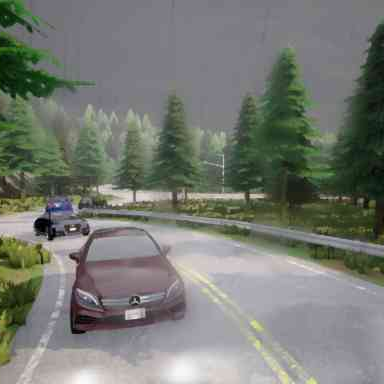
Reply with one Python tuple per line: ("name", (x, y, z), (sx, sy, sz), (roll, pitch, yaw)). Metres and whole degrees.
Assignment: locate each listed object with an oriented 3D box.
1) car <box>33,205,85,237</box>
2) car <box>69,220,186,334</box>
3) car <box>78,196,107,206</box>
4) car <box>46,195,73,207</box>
("car", (-7.037, 1.664, 17.763), (1.994, 1.385, 4.181), (-4, 2, -38))
("car", (-1.515, 1.523, 7.060), (1.812, 1.442, 4.674), (-2, 0, -17))
("car", (-12.677, 1.289, 42.811), (2.097, 1.767, 4.553), (2, 2, 13))
("car", (-12.831, 1.326, 32.224), (2.150, 2.045, 5.566), (-1, 0, -18))
